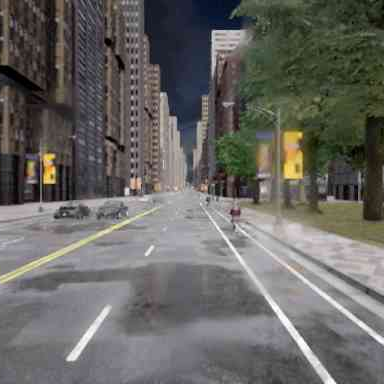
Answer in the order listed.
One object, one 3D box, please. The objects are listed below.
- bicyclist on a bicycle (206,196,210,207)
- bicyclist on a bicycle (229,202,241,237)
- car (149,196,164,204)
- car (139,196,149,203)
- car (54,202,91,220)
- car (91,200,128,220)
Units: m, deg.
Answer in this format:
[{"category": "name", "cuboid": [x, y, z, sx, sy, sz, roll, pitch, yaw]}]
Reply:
[{"category": "bicyclist on a bicycle", "cuboid": [2.265, 1.423, 47.289, 0.582, 1.620, 1.656, 1, 3, 1]}, {"category": "bicyclist on a bicycle", "cuboid": [2.235, 1.385, 17.269, 0.659, 1.776, 1.843, 0, 3, -1]}, {"category": "car", "cuboid": [-6.521, 1.441, 64.172, 1.882, 1.535, 5.008, 0, 0, 1]}, {"category": "car", "cuboid": [-9.750, 1.560, 68.690, 1.895, 1.301, 4.718, 0, 0, 0]}, {"category": "car", "cuboid": [-9.848, 1.542, 27.668, 1.994, 1.385, 4.181, 0, 0, 0]}, {"category": "car", "cuboid": [-6.598, 1.483, 27.863, 1.837, 1.490, 4.892, 0, 0, 0]}]
